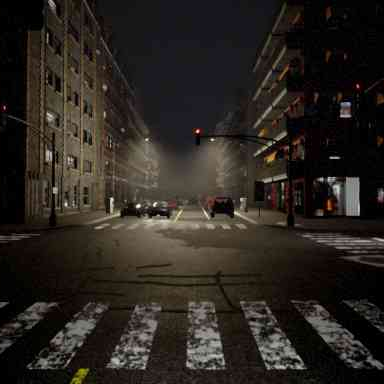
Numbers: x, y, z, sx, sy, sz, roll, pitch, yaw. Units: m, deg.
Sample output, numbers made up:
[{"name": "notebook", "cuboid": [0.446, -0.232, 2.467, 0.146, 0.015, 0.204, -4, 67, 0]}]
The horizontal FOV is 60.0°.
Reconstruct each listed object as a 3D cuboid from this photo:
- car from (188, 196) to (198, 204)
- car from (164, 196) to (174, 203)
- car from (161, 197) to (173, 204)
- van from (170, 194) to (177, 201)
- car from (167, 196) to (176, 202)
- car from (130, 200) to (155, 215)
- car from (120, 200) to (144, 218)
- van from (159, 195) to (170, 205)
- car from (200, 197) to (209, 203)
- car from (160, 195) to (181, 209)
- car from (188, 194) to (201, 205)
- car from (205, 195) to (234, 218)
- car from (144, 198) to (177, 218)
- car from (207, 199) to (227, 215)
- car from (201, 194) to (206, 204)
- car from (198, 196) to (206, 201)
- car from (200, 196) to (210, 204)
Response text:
[{"name": "car", "cuboid": [0.207, 1.601, 70.286, 1.882, 1.535, 5.008, 0, 0, 0]}, {"name": "car", "cuboid": [-5.158, 1.671, 74.395, 1.752, 1.417, 4.829, 1, 0, 0]}, {"name": "car", "cuboid": [-5.169, 1.667, 69.003, 2.008, 1.369, 4.403, 1, 0, 0]}, {"name": "van", "cuboid": [-5.123, 1.589, 91.259, 1.690, 1.788, 3.998, 1, 0, 0]}, {"name": "car", "cuboid": [-5.137, 1.764, 85.693, 2.008, 1.369, 4.403, 1, 0, 0]}, {"name": "car", "cuboid": [-5.230, 1.581, 35.631, 1.947, 1.339, 4.313, 1, 0, 0]}, {"name": "car", "cuboid": [-5.241, 1.577, 30.070, 1.947, 1.339, 4.313, 1, 0, 0]}, {"name": "van", "cuboid": [-5.175, 1.428, 63.439, 1.690, 1.788, 3.998, 1, 0, 0]}, {"name": "car", "cuboid": [2.721, 1.729, 74.583, 1.802, 1.307, 4.206, 1, 0, 0]}, {"name": "car", "cuboid": [-2.765, 1.499, 41.944, 1.882, 1.535, 5.008, 0, 0, 0]}, {"name": "car", "cuboid": [0.221, 1.550, 59.847, 1.882, 1.535, 5.008, 0, 0, 0]}, {"name": "car", "cuboid": [2.644, 1.327, 30.101, 2.192, 1.841, 5.009, 1, 0, 0]}, {"name": "car", "cuboid": [-2.790, 1.559, 30.279, 2.033, 1.411, 5.357, 0, 0, 0]}, {"name": "car", "cuboid": [2.651, 1.540, 35.830, 1.752, 1.417, 4.829, 1, 0, 0]}, {"name": "car", "cuboid": [2.664, 1.336, 41.225, 2.192, 1.841, 5.009, 1, 0, 0]}, {"name": "car", "cuboid": [2.753, 1.814, 91.274, 1.947, 1.339, 4.313, 1, 0, 0]}, {"name": "car", "cuboid": [2.712, 1.557, 69.023, 1.967, 1.590, 4.097, 1, 0, 0]}]
